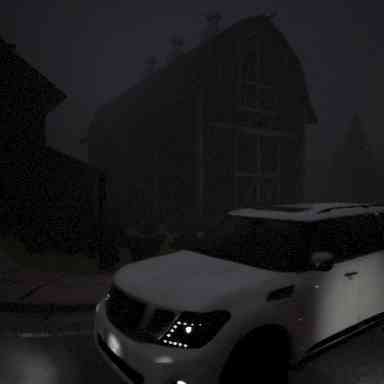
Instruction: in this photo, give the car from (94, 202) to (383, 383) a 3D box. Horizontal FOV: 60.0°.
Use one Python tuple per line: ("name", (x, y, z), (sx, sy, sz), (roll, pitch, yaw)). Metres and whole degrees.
("car", (1.451, 1.216, 5.026), (5.566, 2.045, 2.150), (0, 0, -35))
